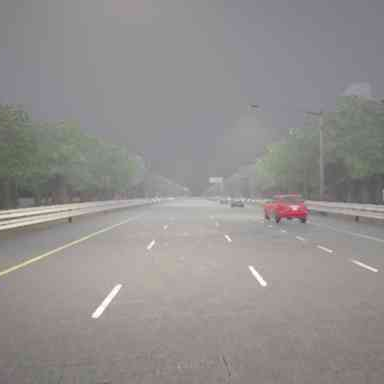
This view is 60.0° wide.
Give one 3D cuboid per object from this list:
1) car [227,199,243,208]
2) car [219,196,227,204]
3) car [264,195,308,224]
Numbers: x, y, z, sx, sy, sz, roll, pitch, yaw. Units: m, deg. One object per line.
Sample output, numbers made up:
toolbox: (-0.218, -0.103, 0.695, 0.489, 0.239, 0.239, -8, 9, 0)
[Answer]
car: (7.157, 1.799, 53.827, 1.812, 1.442, 4.674, 0, -1, 0)
car: (7.327, 2.102, 77.525, 2.128, 1.511, 4.902, 0, -1, 1)
car: (7.034, 1.261, 25.384, 2.150, 2.045, 5.566, 0, 0, 0)
